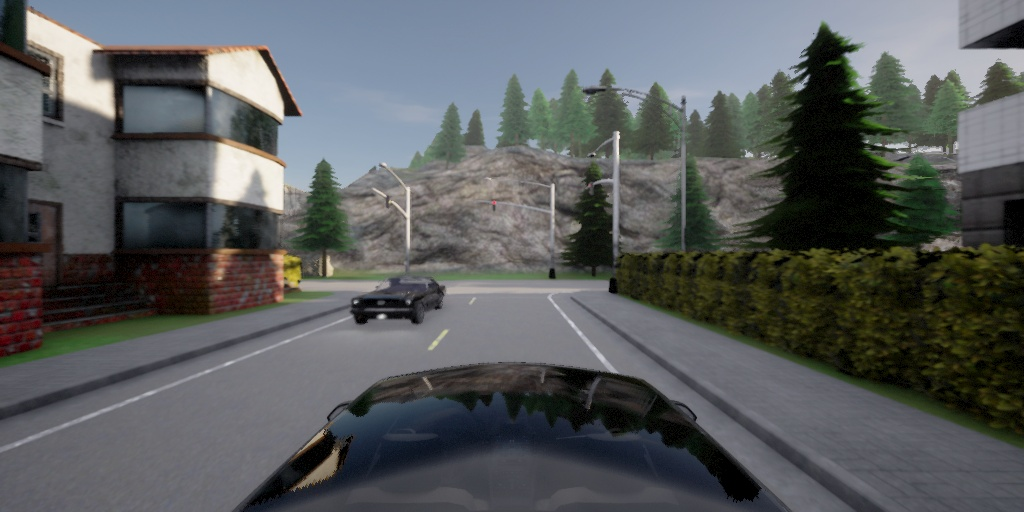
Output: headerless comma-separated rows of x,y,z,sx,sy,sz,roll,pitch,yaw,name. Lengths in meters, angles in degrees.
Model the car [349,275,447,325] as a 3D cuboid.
-3.522,1.341,11.925,1.895,1.301,4.718,0,0,1,car
